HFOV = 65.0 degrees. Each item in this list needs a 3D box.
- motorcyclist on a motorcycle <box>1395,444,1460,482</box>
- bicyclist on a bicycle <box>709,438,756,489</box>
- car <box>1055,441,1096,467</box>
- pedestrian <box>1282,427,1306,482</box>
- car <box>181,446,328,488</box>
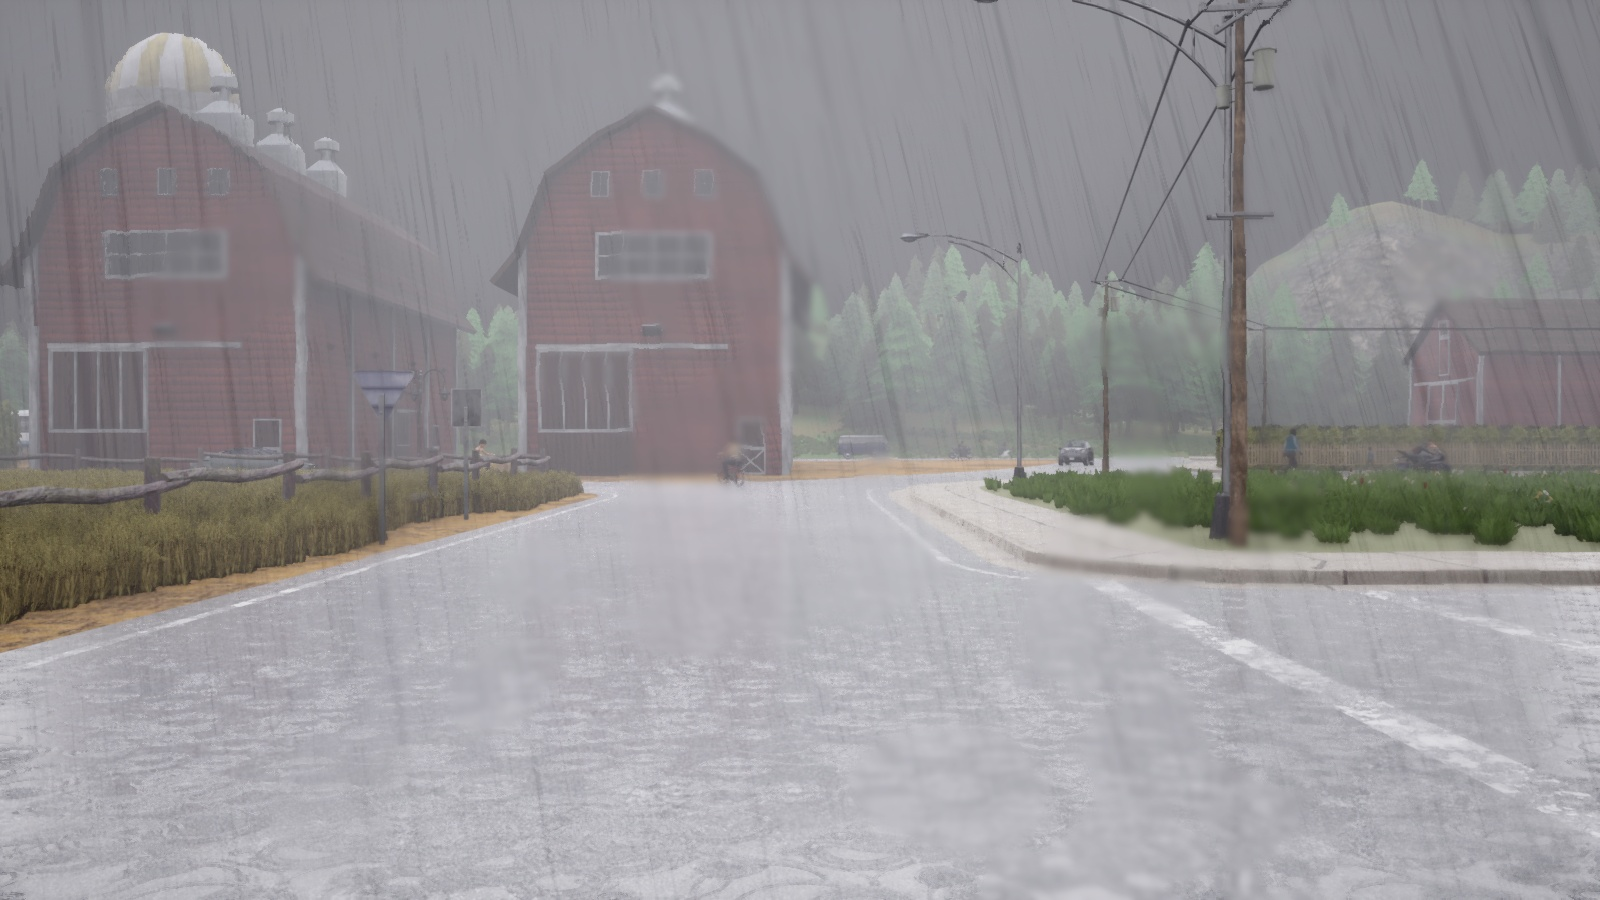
[{"bbox_3d":[25.266,0.516,50.592,2.191,1.530,0.866,0,1,2],"label":"motorcyclist on a motorcycle"},{"bbox_3d":[-2.230,0.436,41.265,0.866,1.612,1.509,-2,1,-34],"label":"bicyclist on a bicycle"},{"bbox_3d":[15.997,0.218,72.789,1.845,1.501,3.633,0,0,20],"label":"car"},{"bbox_3d":[17.441,0.156,44.331,0.692,1.930,0.396,0,0,-13],"label":"pedestrian"},{"bbox_3d":[-18.576,0.553,42.928,4.181,1.385,1.994,0,0,-4],"label":"car"}]
